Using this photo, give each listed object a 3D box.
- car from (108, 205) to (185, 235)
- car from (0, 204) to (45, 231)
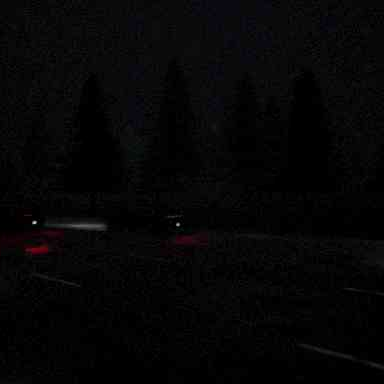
[{"bbox_3d":[-2.698,1.484,18.815,4.902,1.511,2.128,0,0,36],"label":"car"},{"bbox_3d":[-10.967,1.492,20.418,4.892,1.490,1.837,0,0,36],"label":"car"}]
